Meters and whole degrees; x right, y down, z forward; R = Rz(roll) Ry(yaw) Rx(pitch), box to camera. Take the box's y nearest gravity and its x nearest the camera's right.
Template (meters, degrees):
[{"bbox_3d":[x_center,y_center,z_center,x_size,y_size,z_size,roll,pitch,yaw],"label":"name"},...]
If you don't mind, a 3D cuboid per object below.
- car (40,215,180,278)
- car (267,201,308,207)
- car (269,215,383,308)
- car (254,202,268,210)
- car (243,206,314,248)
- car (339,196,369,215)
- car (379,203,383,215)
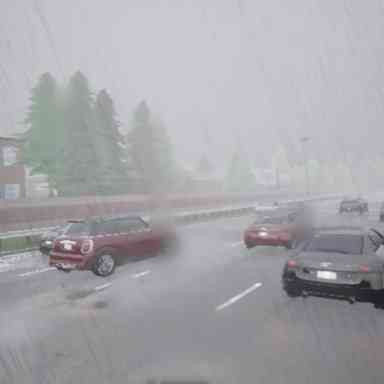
[{"bbox_3d":[-2.396,1.574,11.416,2.097,1.767,4.553,-3,-1,35],"label":"car"},{"bbox_3d":[8.254,1.435,26.747,2.033,1.411,5.357,-3,-1,35],"label":"car"},{"bbox_3d":[3.640,1.476,7.832,1.994,1.385,4.181,-3,-1,35],"label":"car"},{"bbox_3d":[7.826,1.563,32.255,1.895,1.301,4.718,-3,-1,35],"label":"car"},{"bbox_3d":[3.845,1.530,14.261,1.994,1.385,4.181,-3,-1,35],"label":"car"},{"bbox_3d":[14.261,1.131,29.272,2.128,1.511,4.902,-3,-1,35],"label":"car"},{"bbox_3d":[13.991,1.135,22.745,2.033,1.411,5.357,-3,-1,35],"label":"car"}]
